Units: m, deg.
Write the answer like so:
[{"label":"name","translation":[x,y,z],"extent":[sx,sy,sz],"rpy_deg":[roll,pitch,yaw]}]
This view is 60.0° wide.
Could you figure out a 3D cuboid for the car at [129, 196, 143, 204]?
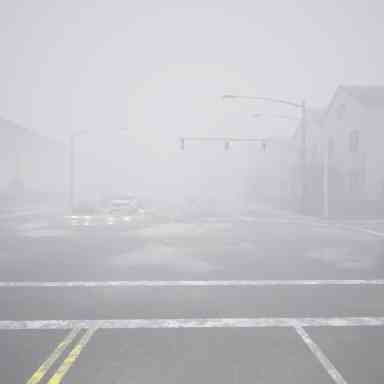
[{"label":"car","translation":[-10.523,1.526,63.202],"extent":[1.812,1.442,4.674],"rpy_deg":[0,0,1]}]

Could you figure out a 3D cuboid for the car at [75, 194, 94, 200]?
[{"label":"car","translation":[-28.939,1.453,89.704],"extent":[2.038,1.542,4.974],"rpy_deg":[0,0,29]}]

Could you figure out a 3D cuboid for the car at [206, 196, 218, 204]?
[{"label":"car","translation":[3.619,1.526,61.196],"extent":[1.812,1.442,4.674],"rpy_deg":[0,0,0]}]

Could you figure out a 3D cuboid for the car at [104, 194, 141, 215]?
[{"label":"car","translation":[-7.089,1.221,34.646],"extent":[2.150,2.045,5.566],"rpy_deg":[0,0,0]}]

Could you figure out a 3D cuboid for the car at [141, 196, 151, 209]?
[{"label":"car","translation":[-7.084,1.505,44.199],"extent":[1.837,1.490,4.892],"rpy_deg":[0,0,0]}]

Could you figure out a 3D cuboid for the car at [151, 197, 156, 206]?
[{"label":"car","translation":[-7.070,1.478,54.587],"extent":[1.882,1.535,5.008],"rpy_deg":[0,0,0]}]

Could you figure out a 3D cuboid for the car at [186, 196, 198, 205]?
[{"label":"car","translation":[0.020,1.492,58.605],"extent":[2.128,1.511,4.902],"rpy_deg":[0,0,0]}]

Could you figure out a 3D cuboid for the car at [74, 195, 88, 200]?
[{"label":"car","translation":[-28.182,1.295,84.378],"extent":[1.853,1.218,4.536],"rpy_deg":[0,0,-36]}]

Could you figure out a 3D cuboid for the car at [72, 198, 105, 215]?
[{"label":"car","translation":[-10.589,1.564,33.615],"extent":[1.994,1.385,4.181],"rpy_deg":[0,0,0]}]

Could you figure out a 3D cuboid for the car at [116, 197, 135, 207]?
[{"label":"car","translation":[-10.578,1.547,53.120],"extent":[2.033,1.411,5.357],"rpy_deg":[0,0,0]}]

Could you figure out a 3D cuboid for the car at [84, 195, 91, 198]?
[{"label":"car","translation":[-28.151,1.453,84.337],"extent":[2.038,1.542,4.974],"rpy_deg":[0,0,-36]}]

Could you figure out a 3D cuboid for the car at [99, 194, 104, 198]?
[{"label":"car","translation":[-10.585,1.221,42.875],"extent":[2.150,2.045,5.566],"rpy_deg":[0,0,0]}]
